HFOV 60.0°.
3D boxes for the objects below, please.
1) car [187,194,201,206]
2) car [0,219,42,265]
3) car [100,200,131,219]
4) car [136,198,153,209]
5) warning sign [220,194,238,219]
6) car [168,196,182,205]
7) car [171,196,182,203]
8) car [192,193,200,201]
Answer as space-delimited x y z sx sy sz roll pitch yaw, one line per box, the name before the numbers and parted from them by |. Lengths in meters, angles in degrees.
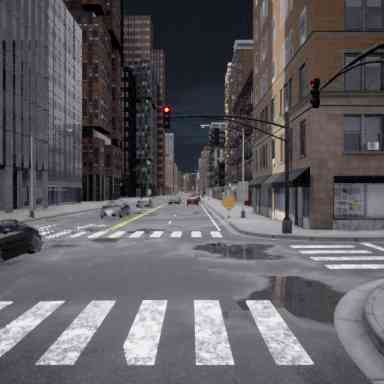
car | 0.100 1.493 54.838 1.882 1.535 5.008 0 0 0
car | -6.609 1.586 10.772 1.994 1.385 4.181 0 0 0
car | -6.599 1.496 28.941 2.128 1.511 4.902 0 0 0
car | -6.590 1.536 46.623 1.812 1.442 4.674 0 0 0
warning sign | 2.853 1.118 25.648 1.300 1.860 1.060 0 0 0
car | -3.151 1.619 59.379 1.895 1.301 4.718 0 0 0
car | -3.154 1.573 69.638 2.033 1.411 5.357 0 0 0
car | 0.975 1.268 85.682 2.150 2.045 5.566 0 0 0
